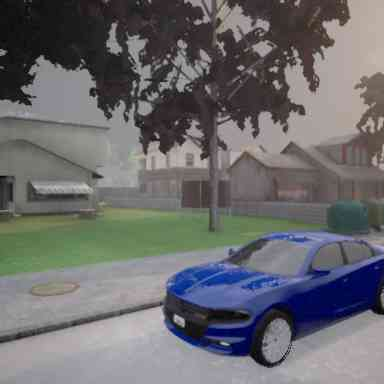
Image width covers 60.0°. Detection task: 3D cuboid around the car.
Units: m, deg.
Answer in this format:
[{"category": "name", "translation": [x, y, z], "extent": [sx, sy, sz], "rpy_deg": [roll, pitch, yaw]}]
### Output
[{"category": "car", "translation": [1.853, 1.469, 5.948], "extent": [5.008, 1.535, 1.882], "rpy_deg": [0, 0, -36]}]
